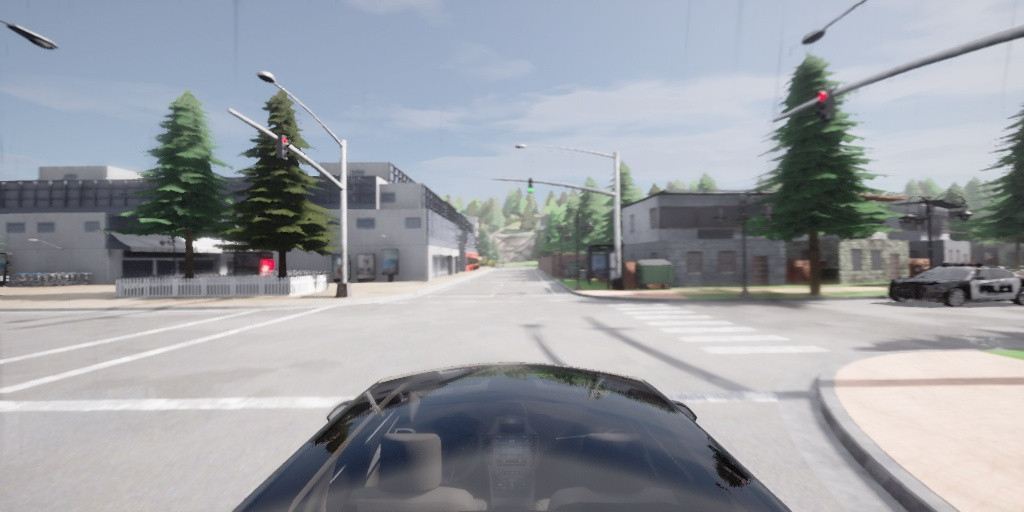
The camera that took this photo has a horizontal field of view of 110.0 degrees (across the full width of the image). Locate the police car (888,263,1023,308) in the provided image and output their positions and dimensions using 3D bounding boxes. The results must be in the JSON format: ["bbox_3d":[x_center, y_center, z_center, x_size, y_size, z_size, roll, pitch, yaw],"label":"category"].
[{"bbox_3d":[17.750,1.096,14.277,5.238,1.638,1.930,-1,0,-7],"label":"police car"}]
